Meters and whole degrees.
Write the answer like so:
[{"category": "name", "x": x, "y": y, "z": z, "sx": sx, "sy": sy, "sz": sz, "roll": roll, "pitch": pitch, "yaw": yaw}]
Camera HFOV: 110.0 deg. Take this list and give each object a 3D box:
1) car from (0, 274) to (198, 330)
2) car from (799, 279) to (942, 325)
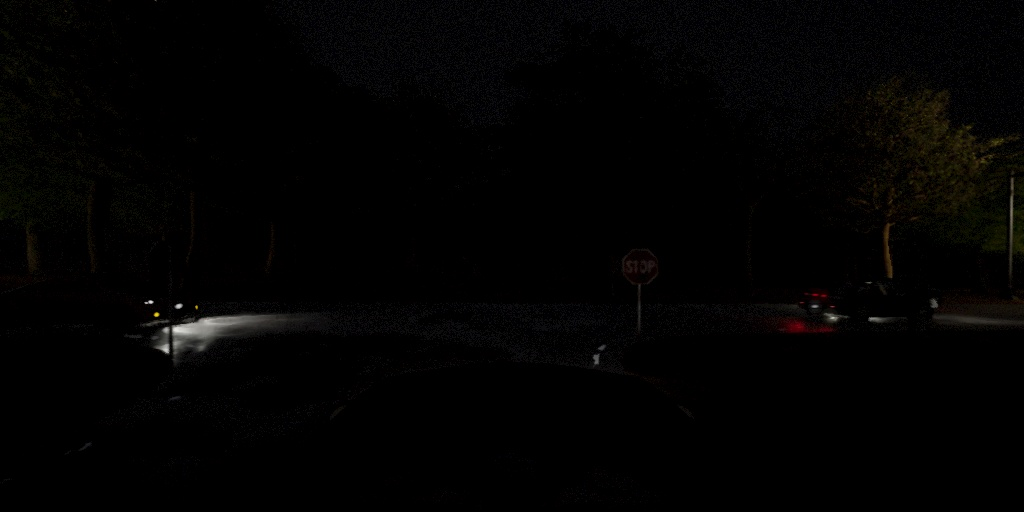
[{"category": "car", "x": -11.651, "y": 1.227, "z": 10.182, "sx": 4.181, "sy": 1.385, "sz": 1.994, "roll": 1, "pitch": 0, "yaw": -7}, {"category": "car", "x": 13.949, "y": 1.781, "z": 14.155, "sx": 4.902, "sy": 1.511, "sz": 2.128, "roll": 2, "pitch": 0, "yaw": -11}]
